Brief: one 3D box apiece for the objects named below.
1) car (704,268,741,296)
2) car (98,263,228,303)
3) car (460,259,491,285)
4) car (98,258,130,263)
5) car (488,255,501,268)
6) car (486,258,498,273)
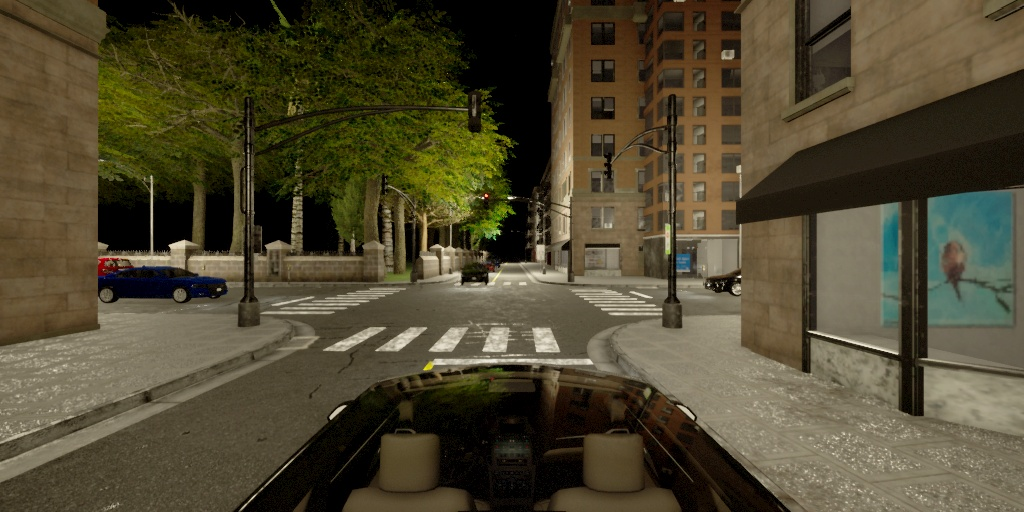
[{"bbox_3d":[12.689,1.271,18.705,4.892,1.490,1.837,0,0,1],"label":"car"},{"bbox_3d":[-15.472,1.212,15.883,5.008,1.535,1.882,0,0,0],"label":"car"},{"bbox_3d":[-2.700,1.218,25.953,1.882,1.535,5.008,0,0,-5],"label":"car"},{"bbox_3d":[-25.923,1.035,21.800,5.009,1.841,2.192,0,0,1],"label":"car"},{"bbox_3d":[-3.003,0.897,58.054,2.150,2.045,5.566,0,1,0],"label":"car"},{"bbox_3d":[-3.046,1.277,42.507,1.994,1.385,4.181,0,0,0],"label":"car"}]
